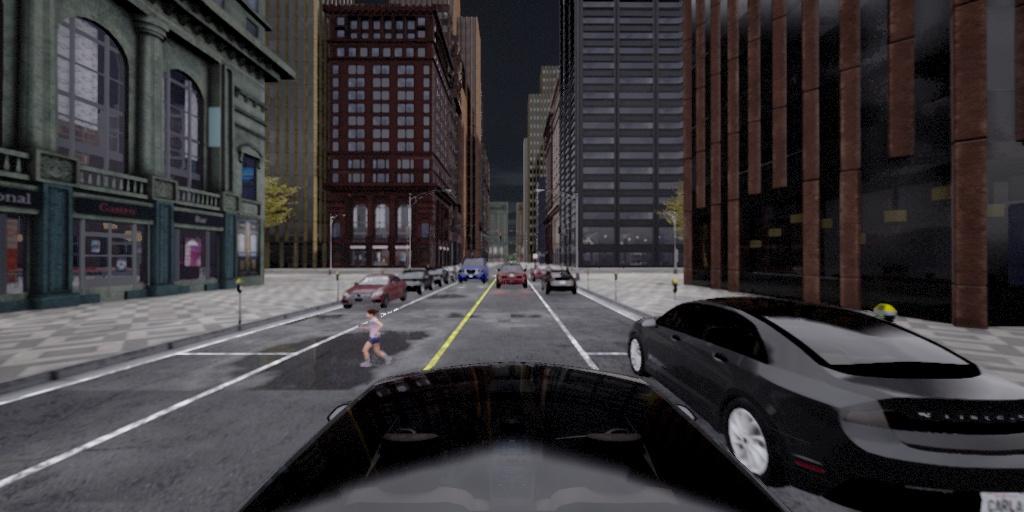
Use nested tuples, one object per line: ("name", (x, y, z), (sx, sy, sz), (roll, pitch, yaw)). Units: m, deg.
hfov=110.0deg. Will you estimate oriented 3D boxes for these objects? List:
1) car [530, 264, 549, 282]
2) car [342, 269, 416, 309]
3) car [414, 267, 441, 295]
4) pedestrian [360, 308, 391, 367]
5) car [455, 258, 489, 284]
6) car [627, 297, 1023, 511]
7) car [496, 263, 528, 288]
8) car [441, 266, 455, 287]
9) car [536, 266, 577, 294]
("car", (2.699, 1.437, 32.564), (1.967, 1.591, 4.097), (0, 0, 0))
("car", (-5.790, 1.441, 15.636), (1.802, 1.307, 4.207), (0, 0, 0))
("car", (-5.802, 1.470, 21.272), (1.948, 1.339, 4.313), (0, 0, 0))
("pedestrian", (-2.495, 1.463, 6.573), (0.500, 1.100, 0.500), (0, 0, -10))
("car", (-3.132, 1.200, 30.193), (2.150, 2.045, 5.566), (0, -1, 0))
("car", (2.996, 1.278, 4.609), (1.837, 1.490, 4.892), (0, 0, 0))
("car", (0.008, 1.291, 25.555), (2.097, 1.767, 4.553), (0, 0, 1))
("car", (-5.814, 1.517, 26.908), (1.948, 1.339, 4.313), (0, 0, 0))
("car", (2.723, 1.470, 21.292), (1.948, 1.339, 4.313), (0, 0, 0))
